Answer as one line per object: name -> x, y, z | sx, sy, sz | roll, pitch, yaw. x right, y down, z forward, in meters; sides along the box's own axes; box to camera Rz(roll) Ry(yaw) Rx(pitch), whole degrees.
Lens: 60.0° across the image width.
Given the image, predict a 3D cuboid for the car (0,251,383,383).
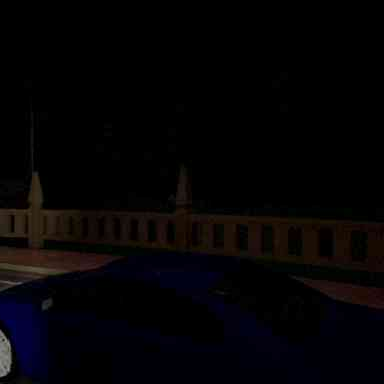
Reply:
car -> -0.417, 1.455, 3.812 | 5.008, 1.535, 1.882 | 0, 0, 32
